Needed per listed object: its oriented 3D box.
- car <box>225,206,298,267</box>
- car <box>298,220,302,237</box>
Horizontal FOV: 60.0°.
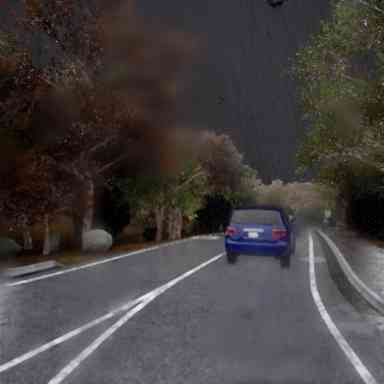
[{"bbox_3d":[2.838,1.567,13.080,2.150,2.045,5.566,0,-2,20],"label":"car"},{"bbox_3d":[7.861,2.677,27.274,2.097,1.767,4.553,0,-5,20],"label":"car"}]
